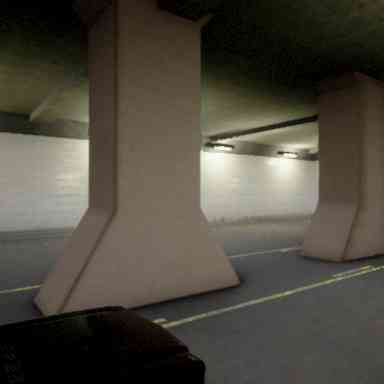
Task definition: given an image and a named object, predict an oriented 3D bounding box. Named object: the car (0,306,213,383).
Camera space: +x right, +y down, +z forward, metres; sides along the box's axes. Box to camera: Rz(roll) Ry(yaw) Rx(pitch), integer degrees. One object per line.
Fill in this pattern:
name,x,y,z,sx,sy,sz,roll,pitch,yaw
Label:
car,-2.141,1.601,2.218,4.718,1.301,1.895,0,0,-36
